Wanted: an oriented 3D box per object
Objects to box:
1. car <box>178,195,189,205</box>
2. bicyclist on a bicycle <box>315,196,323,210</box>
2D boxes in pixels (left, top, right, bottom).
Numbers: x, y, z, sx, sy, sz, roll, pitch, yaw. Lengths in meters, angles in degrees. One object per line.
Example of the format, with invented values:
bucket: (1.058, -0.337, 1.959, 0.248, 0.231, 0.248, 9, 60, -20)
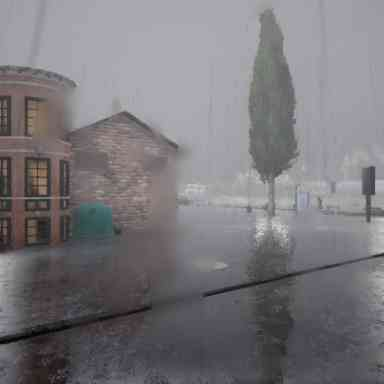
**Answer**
car: (-2.448, 1.356, 57.896, 2.097, 1.767, 4.553, 0, 0, -36)
bicyclist on a bicycle: (15.376, 1.349, 40.196, 1.656, 1.620, 0.582, 0, 0, -36)
